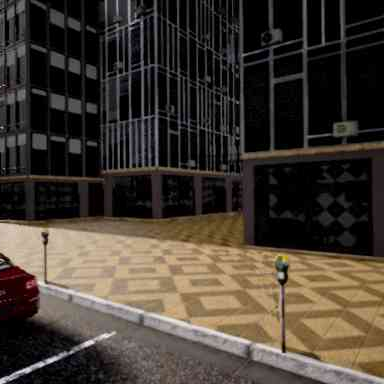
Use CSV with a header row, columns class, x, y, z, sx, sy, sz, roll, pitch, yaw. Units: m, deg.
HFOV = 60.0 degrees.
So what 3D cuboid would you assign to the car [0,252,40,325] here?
class,x,y,z,sx,sy,sz,roll,pitch,yaw
car,-4.409,1.588,6.028,4.206,1.307,1.802,0,-1,36
